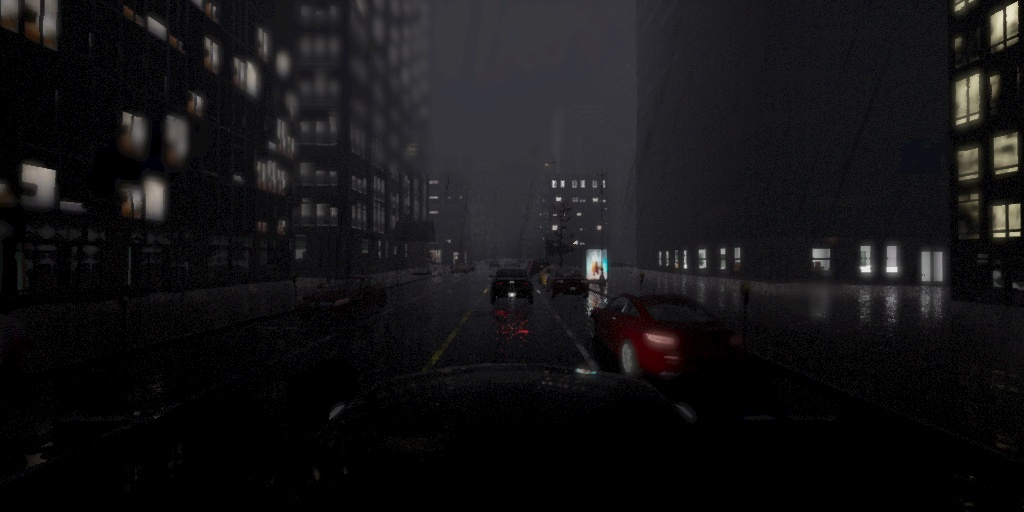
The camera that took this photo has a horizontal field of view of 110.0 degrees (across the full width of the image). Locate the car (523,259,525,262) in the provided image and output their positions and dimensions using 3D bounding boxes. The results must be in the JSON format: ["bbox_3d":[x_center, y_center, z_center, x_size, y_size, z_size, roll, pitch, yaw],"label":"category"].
[{"bbox_3d":[2.691,1.071,40.348,2.192,1.841,5.009,0,0,0],"label":"car"}]

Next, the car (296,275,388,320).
[{"bbox_3d":[-5.690,1.332,12.551,1.802,1.307,4.207,0,0,0],"label":"car"}]

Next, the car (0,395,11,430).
[{"bbox_3d":[-5.690,1.273,1.262,1.751,1.417,4.829,0,0,0],"label":"car"}]

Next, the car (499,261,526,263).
[{"bbox_3d":[0.000,1.372,31.531,1.895,1.301,4.718,0,0,0],"label":"car"}]

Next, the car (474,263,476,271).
[{"bbox_3d":[-5.689,1.198,45.909,1.967,1.591,4.097,0,0,0],"label":"car"}]

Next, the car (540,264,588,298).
[{"bbox_3d":[2.691,1.296,18.111,1.888,1.381,4.507,0,0,0],"label":"car"}]

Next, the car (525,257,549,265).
[{"bbox_3d":[2.691,1.070,34.788,2.192,1.841,5.009,0,0,0],"label":"car"}]

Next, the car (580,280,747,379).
[{"bbox_3d":[2.691,1.331,6.992,1.802,1.307,4.207,0,0,0],"label":"car"}]

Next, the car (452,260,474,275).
[{"bbox_3d":[-5.690,1.282,40.180,1.751,1.417,4.829,0,0,0],"label":"car"}]

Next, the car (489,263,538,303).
[{"bbox_3d":[0.000,1.268,16.500,1.837,1.490,4.892,0,0,0],"label":"car"}]

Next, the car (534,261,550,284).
[{"bbox_3d":[2.691,1.278,23.840,1.751,1.417,4.829,0,0,0],"label":"car"}]

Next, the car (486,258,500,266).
[{"bbox_3d":[-3.000,1.324,62.501,1.812,1.442,4.674,0,0,0],"label":"car"}]
